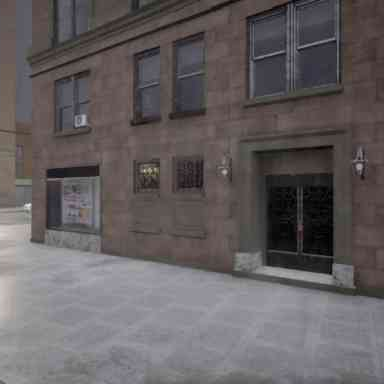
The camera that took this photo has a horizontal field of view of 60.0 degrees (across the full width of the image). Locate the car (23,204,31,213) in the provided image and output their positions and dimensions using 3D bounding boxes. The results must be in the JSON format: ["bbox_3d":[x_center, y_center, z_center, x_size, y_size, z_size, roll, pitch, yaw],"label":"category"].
[{"bbox_3d":[-15.660,1.437,35.778,1.812,1.442,4.674,0,0,35],"label":"car"}]
